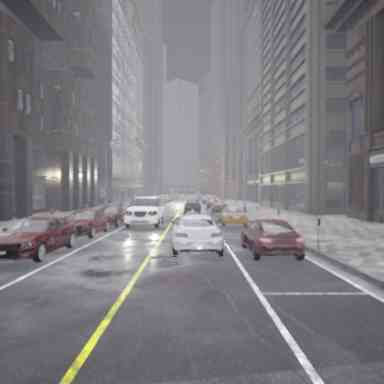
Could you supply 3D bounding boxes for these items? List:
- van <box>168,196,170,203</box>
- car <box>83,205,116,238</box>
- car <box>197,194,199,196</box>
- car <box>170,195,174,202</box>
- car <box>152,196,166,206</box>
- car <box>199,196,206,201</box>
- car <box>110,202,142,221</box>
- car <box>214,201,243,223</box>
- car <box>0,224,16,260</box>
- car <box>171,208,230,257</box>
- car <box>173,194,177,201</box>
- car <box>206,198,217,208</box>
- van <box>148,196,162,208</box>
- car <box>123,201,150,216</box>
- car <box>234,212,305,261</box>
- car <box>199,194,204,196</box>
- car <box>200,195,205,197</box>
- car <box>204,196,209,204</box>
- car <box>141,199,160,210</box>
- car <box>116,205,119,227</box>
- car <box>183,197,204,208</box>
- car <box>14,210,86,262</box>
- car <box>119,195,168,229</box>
[{"bbox_3d":[-5.702,1.511,62.848,1.690,1.788,3.998,-1,0,0],"label":"van"},{"bbox_3d":[-5.684,1.605,17.850,1.887,1.381,4.507,-1,0,0],"label":"car"},{"bbox_3d":[2.817,1.770,85.353,1.947,1.339,4.313,-1,0,0],"label":"car"},{"bbox_3d":[-5.704,1.771,74.096,1.802,1.307,4.206,-1,0,0],"label":"car"},{"bbox_3d":[-5.699,1.599,57.223,1.967,1.590,4.097,-1,0,0],"label":"car"},{"bbox_3d":[2.815,1.777,90.977,1.947,1.339,4.313,-1,0,0],"label":"car"},{"bbox_3d":[-5.688,1.637,29.099,1.887,1.381,4.507,-1,0,0],"label":"car"},{"bbox_3d":[2.840,1.601,23.653,1.752,1.417,4.829,-1,0,0],"label":"car"},{"bbox_3d":[-5.679,1.590,6.599,1.947,1.339,4.313,-1,0,0],"label":"car"},{"bbox_3d":[0.167,1.570,13.121,1.812,1.442,4.674,0,0,-2],"label":"car"},{"bbox_3d":[-5.708,1.771,85.347,1.947,1.339,4.313,-1,0,0],"label":"car"},{"bbox_3d":[2.836,1.657,34.732,2.008,1.369,4.403,-1,0,0],"label":"car"},{"bbox_3d":[-5.698,1.488,51.598,1.690,1.788,3.998,-1,0,0],"label":"van"},{"bbox_3d":[-5.690,1.658,34.724,2.008,1.369,4.403,-1,0,0],"label":"car"},{"bbox_3d":[2.845,1.623,12.234,1.802,1.307,4.206,-1,0,0],"label":"car"},{"bbox_3d":[2.822,1.619,68.479,1.967,1.590,4.097,-1,0,0],"label":"car"},{"bbox_3d":[2.826,1.714,62.854,1.887,1.381,4.507,-1,0,0],"label":"car"},{"bbox_3d":[2.831,1.678,45.981,1.887,1.381,4.507,-1,0,0],"label":"car"},{"bbox_3d":[-5.694,1.685,45.973,2.008,1.369,4.403,-1,0,0],"label":"car"},{"bbox_3d":[-5.686,1.621,23.475,1.887,1.381,4.507,-1,0,0],"label":"car"},{"bbox_3d":[0.086,1.617,36.985,1.837,1.490,4.892,0,0,0],"label":"car"},{"bbox_3d":[-5.682,1.587,12.225,1.887,1.381,4.507,-1,0,0],"label":"car"},{"bbox_3d":[-3.109,1.295,22.589,2.150,2.045,5.566,0,0,0],"label":"car"}]
